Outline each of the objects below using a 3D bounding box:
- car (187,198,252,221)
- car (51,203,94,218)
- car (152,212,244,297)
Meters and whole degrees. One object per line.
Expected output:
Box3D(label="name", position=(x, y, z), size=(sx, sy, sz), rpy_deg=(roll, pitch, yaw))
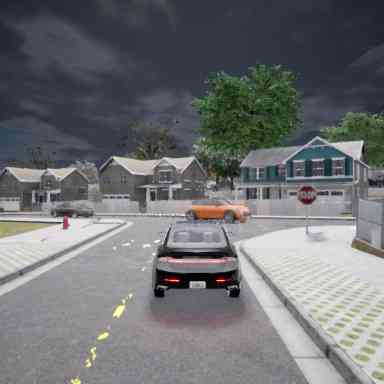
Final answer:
Box3D(label="car", position=(1.833, 1.209, 23.226), size=(4.553, 1.767, 2.097), rpy_deg=(-2, -2, 34))
Box3D(label="car", position=(-11.455, 1.783, 31.793), size=(4.892, 1.490, 1.837), rpy_deg=(-2, -2, 32))
Box3D(label="car", position=(0.101, 1.495, 8.544), size=(2.128, 1.511, 4.902), rpy_deg=(0, 0, 0))
